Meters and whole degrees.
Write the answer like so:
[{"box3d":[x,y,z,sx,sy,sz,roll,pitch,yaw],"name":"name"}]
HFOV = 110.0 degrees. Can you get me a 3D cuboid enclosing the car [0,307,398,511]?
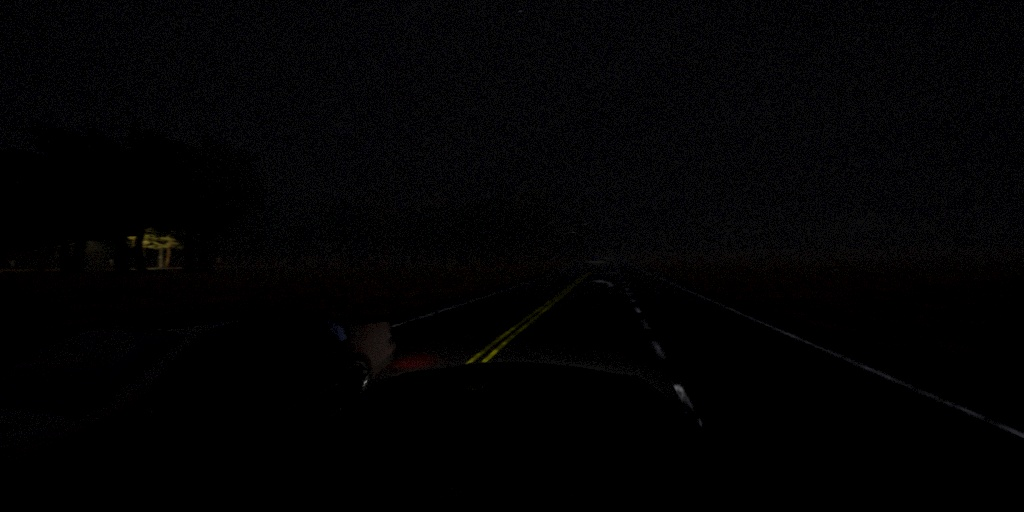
[{"box3d":[-3.184,1.287,3.586,2.033,1.411,5.357,0,0,11],"name":"car"}]
